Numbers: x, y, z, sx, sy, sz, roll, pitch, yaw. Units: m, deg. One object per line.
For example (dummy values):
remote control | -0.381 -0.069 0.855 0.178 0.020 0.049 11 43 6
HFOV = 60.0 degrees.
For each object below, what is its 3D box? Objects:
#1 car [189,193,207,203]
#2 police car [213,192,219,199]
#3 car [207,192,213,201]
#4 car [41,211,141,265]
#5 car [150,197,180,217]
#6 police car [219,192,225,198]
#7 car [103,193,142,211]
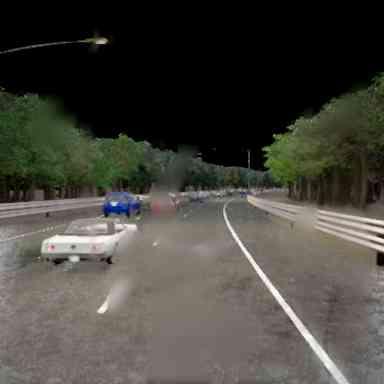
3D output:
car | 0.838 0.955 58.088 2.097 1.767 4.553 0 0 8
police car | 4.611 0.813 79.611 1.930 1.638 5.238 0 1 11
car | 2.573 1.005 68.837 2.128 1.511 4.902 0 1 10
car | -3.183 1.546 11.425 1.895 1.301 4.718 0 0 2
car | -2.250 1.184 28.937 2.097 1.767 4.553 0 0 4
police car | 6.891 0.752 90.116 2.038 1.542 4.974 0 1 13
car | -5.821 1.054 28.274 2.150 2.045 5.566 0 0 4
